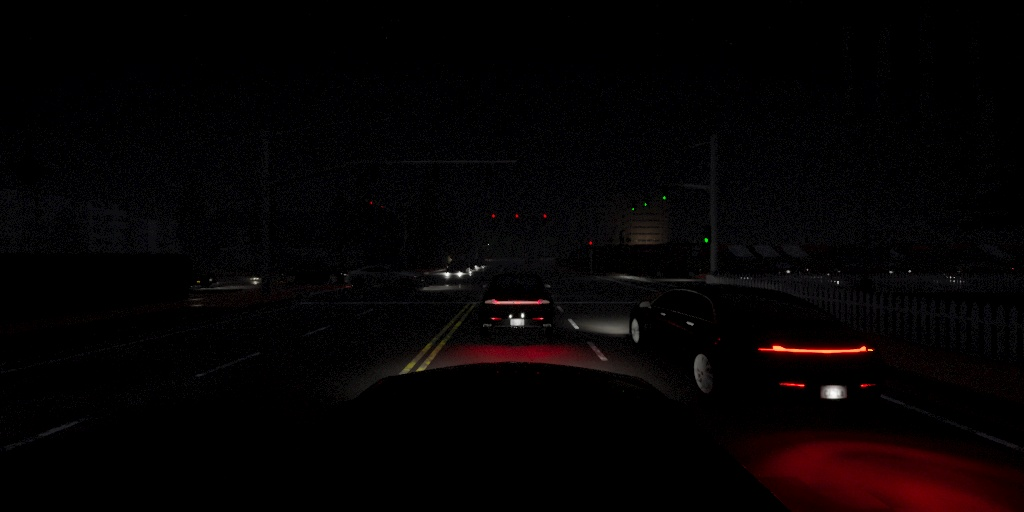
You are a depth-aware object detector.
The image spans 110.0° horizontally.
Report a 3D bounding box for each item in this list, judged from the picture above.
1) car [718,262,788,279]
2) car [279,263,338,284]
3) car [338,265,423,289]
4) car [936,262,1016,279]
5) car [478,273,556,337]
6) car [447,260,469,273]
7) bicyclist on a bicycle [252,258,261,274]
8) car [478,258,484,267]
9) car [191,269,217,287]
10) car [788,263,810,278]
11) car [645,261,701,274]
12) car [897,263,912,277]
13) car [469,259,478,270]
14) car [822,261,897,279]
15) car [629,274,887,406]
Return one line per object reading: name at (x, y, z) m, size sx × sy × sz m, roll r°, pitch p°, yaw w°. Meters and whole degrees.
car at (19.629, 1.236, 29.981) m, size 4.902 × 1.511 × 2.128 m, roll 0°, pitch 0°, yaw -1°
car at (-14.118, 1.250, 26.003) m, size 4.892 × 1.490 × 1.837 m, roll 0°, pitch 0°, yaw -4°
car at (-7.988, 1.272, 22.539) m, size 4.674 × 1.442 × 1.812 m, roll 0°, pitch 0°, yaw -1°
car at (38.889, 1.270, 30.322) m, size 4.674 × 1.442 × 1.812 m, roll 0°, pitch 0°, yaw -1°
car at (0.134, 1.240, 10.289) m, size 2.128 × 1.511 × 4.902 m, roll 0°, pitch 0°, yaw 0°
car at (-6.823, 1.247, 44.317) m, size 1.837 × 1.490 × 4.892 m, roll 0°, pitch 0°, yaw 0°
bicyclist on a bicycle at (-26.157, 1.044, 36.812) m, size 0.582 × 1.620 × 1.656 m, roll 0°, pitch 0°, yaw -3°
car at (-6.643, 1.302, 64.183) m, size 1.994 × 1.385 × 4.181 m, roll 0°, pitch 0°, yaw 1°
car at (-21.110, 1.252, 22.173) m, size 4.892 × 1.490 × 1.837 m, roll 0°, pitch 0°, yaw -1°
car at (24.675, 1.291, 33.576) m, size 5.357 × 1.411 × 2.033 m, roll 0°, pitch 0°, yaw -1°
car at (14.936, 1.249, 33.460) m, size 4.892 × 1.490 × 1.837 m, roll 0°, pitch 0°, yaw 1°
car at (34.499, 1.235, 33.751) m, size 4.902 × 1.511 × 2.128 m, roll 0°, pitch 0°, yaw -1°
car at (-6.751, 1.266, 54.140) m, size 1.812 × 1.442 × 4.674 m, roll 0°, pitch 0°, yaw 1°
car at (28.890, 1.270, 30.144) m, size 4.674 × 1.442 × 1.812 m, roll 0°, pitch 0°, yaw -1°
car at (3.589, 1.254, 6.383) m, size 1.837 × 1.490 × 4.892 m, roll 0°, pitch 0°, yaw 1°
